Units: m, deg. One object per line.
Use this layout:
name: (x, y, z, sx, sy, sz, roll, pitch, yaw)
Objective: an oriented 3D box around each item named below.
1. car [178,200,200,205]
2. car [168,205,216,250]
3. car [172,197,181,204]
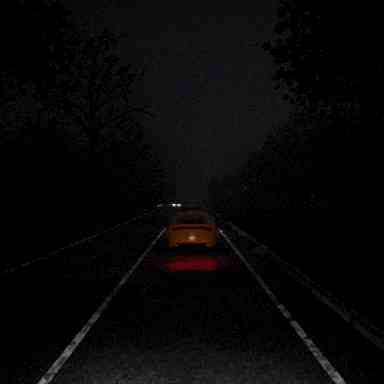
car: (0.001, 1.714, 29.656, 1.882, 1.535, 5.008, 0, -1, 0)
car: (0.000, 1.561, 14.656, 1.882, 1.535, 5.008, 0, 0, 0)
car: (-3.499, 1.980, 75.985, 2.128, 1.511, 4.902, 0, 0, 0)
